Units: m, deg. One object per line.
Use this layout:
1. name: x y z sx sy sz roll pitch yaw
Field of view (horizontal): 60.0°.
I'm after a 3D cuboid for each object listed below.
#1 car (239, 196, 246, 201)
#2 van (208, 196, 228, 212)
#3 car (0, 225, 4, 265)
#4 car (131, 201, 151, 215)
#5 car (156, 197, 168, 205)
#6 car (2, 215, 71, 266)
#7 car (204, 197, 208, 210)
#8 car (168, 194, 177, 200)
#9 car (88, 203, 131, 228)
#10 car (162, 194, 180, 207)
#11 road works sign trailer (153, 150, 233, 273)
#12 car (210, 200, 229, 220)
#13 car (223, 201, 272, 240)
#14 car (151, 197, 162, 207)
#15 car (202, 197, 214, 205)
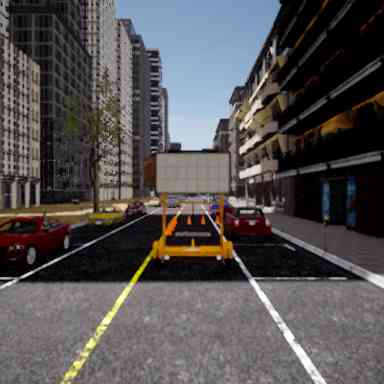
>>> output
1. car: 13.671 1.391 80.618 4.403 1.369 2.008 -1 1 0
2. van: 2.790 1.347 33.581 1.690 1.788 3.998 0 0 0
3. car: -5.675 1.550 5.944 2.008 1.369 4.403 0 0 0
4. car: -5.590 1.589 33.608 1.802 1.307 4.206 0 0 0
5. car: -5.505 1.572 61.271 1.887 1.381 4.507 0 0 0
6. car: -5.658 1.544 11.476 1.887 1.381 4.507 0 0 0
7. car: 2.807 1.449 39.114 1.967 1.590 4.097 0 0 0
8. car: -5.407 1.390 93.659 2.192 1.841 5.009 0 0 0
9. car: -5.624 1.527 22.372 1.752 1.417 4.829 0 0 0
10. car: -2.883 1.368 50.012 2.097 1.767 4.553 0 0 1
11. road works sign trailer: 0.030 0.463 10.661 2.380 3.560 2.880 0 0 0
12. car: 2.773 1.585 28.049 1.802 1.307 4.206 0 0 0
13. car: 2.739 1.439 16.983 1.967 1.590 4.097 0 0 0
14. car: -5.539 1.542 50.035 1.752 1.417 4.829 0 0 0
15. car: 2.875 1.577 61.245 2.008 1.369 4.403 0 0 0
